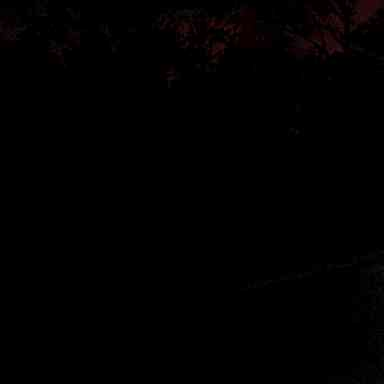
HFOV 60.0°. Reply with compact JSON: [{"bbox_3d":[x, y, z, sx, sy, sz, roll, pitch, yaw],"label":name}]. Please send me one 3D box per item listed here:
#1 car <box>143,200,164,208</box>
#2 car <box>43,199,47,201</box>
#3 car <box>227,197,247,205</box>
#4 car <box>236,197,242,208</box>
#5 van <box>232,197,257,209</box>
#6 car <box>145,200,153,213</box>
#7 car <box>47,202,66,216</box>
[{"bbox_3d":[-7.579,2.326,65.464,2.163,1.488,4.792,0,0,-36],"label":"car"},{"bbox_3d":[-23.578,2.054,54.097,2.435,2.045,5.566,0,0,-36],"label":"car"},{"bbox_3d":[10.671,2.023,78.508,2.185,1.767,4.553,-1,0,-36],"label":"car"},{"bbox_3d":[7.354,2.001,60.062,2.435,2.045,5.566,-1,0,-36],"label":"car"},{"bbox_3d":[9.664,2.006,61.605,1.878,1.987,4.442,-1,0,-36],"label":"van"},{"bbox_3d":[-6.219,2.309,50.401,2.231,1.521,4.892,0,0,-36],"label":"car"},{"bbox_3d":[-17.488,2.336,42.302,2.163,1.488,4.792,0,0,-36],"label":"car"}]
